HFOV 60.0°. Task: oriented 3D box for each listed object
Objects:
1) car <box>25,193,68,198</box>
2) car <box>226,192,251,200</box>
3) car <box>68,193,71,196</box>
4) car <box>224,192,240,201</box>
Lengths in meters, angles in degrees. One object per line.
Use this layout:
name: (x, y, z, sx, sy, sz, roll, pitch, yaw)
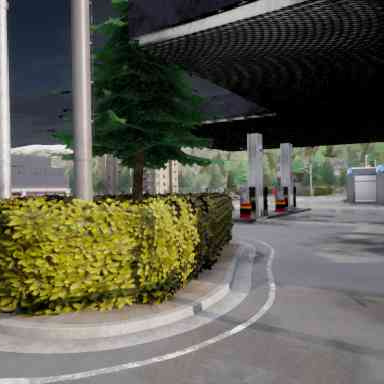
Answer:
car: (-14.746, 1.183, 33.582, 3.866, 1.878, 1.905, -1, 1, 35)
car: (9.246, 0.812, 66.485, 4.514, 1.523, 2.007, -1, 1, 35)
car: (-24.204, 1.124, 63.874, 3.866, 1.878, 1.905, -1, 1, 35)
car: (7.473, 0.850, 63.898, 5.027, 1.636, 2.152, -1, 1, 35)
